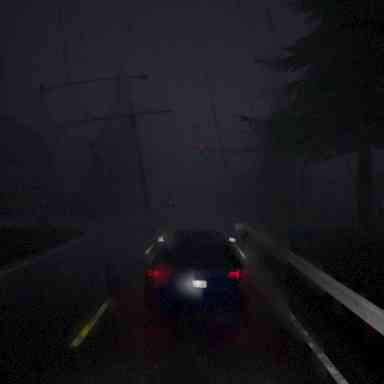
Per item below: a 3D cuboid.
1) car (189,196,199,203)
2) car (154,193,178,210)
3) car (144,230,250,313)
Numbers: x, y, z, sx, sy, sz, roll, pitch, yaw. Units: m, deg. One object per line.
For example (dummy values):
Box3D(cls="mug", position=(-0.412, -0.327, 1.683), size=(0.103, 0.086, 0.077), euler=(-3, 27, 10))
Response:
Box3D(cls="car", position=(0.444, 1.502, 66.310), size=(1.812, 1.442, 4.674), euler=(0, 0, 0))
Box3D(cls="car", position=(-3.309, 1.337, 42.244), size=(2.097, 1.767, 4.553), euler=(0, 0, 1))
Box3D(cls="car", position=(0.111, 1.561, 7.745), size=(1.994, 1.385, 4.181), euler=(0, 0, 1))
